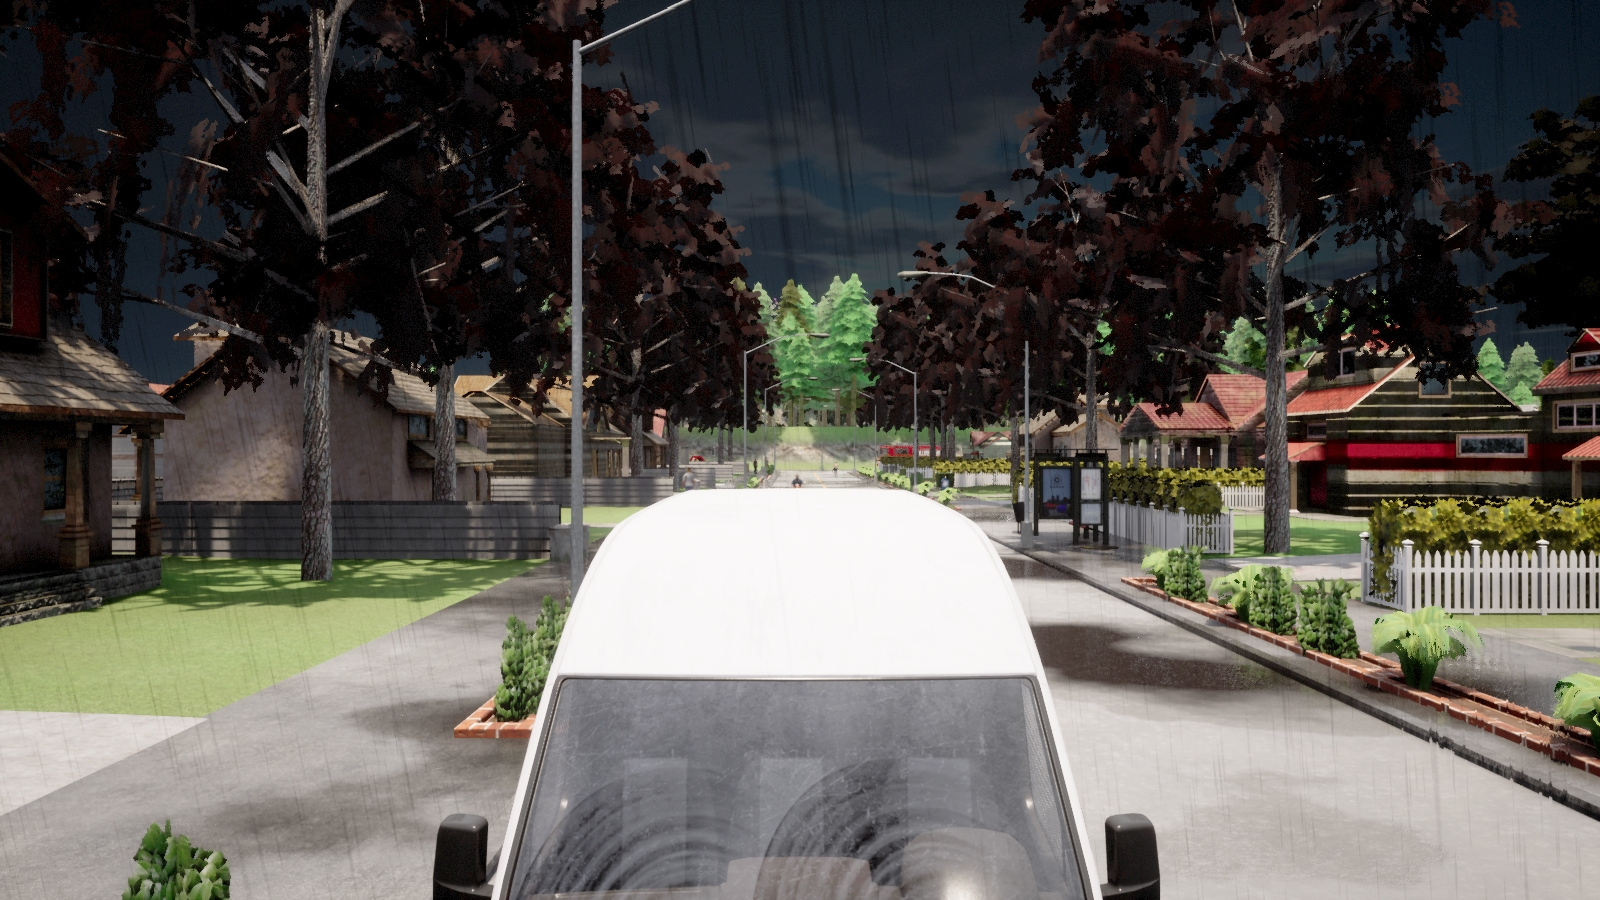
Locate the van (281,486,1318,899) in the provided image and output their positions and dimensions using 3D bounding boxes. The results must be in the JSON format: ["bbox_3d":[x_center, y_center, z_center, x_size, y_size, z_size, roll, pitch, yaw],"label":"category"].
[{"bbox_3d":[-0.006,1.534,5.149,1.988,2.561,5.915,0,0,0],"label":"van"}]

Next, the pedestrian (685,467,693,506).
[{"bbox_3d":[-5.323,1.743,54.831,0.375,1.860,0.375,0,0,-6],"label":"pedestrian"}]
